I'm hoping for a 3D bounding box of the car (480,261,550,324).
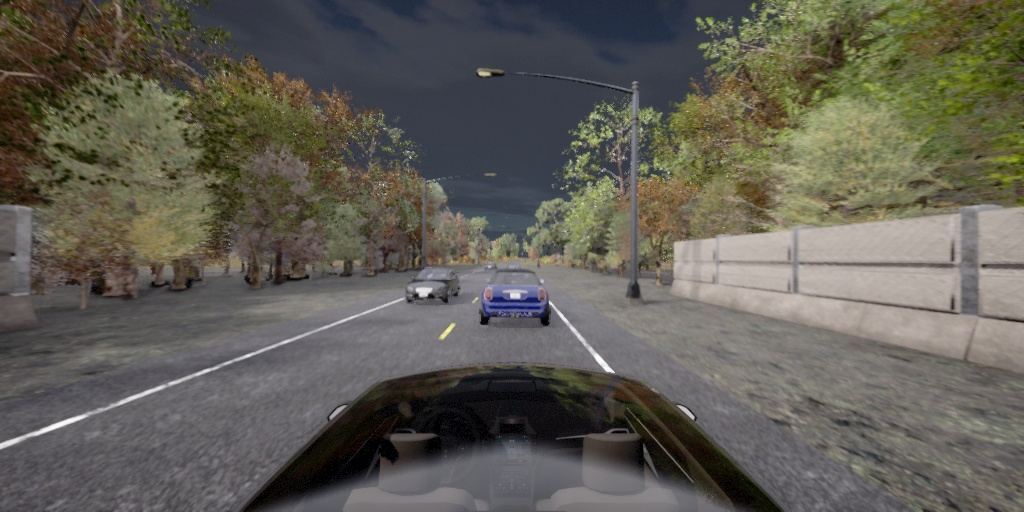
[{"bbox_3d":[0.098,1.196,12.562,2.097,1.767,4.553,1,-1,0],"label":"car"}]

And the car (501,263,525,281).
[{"bbox_3d":[0.107,1.499,35.027,2.128,1.511,4.902,1,0,0],"label":"car"}]

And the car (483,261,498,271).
[{"bbox_3d":[-3.531,1.617,59.489,2.128,1.511,4.902,1,0,1],"label":"car"}]

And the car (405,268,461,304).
[{"bbox_3d":[-3.592,1.327,17.027,2.128,1.511,4.902,1,0,0],"label":"car"}]
